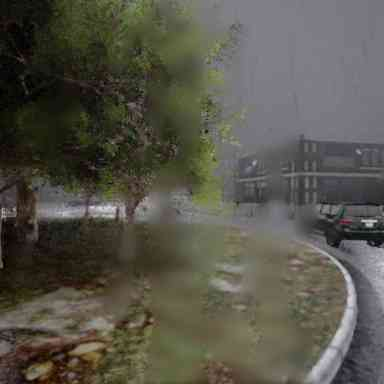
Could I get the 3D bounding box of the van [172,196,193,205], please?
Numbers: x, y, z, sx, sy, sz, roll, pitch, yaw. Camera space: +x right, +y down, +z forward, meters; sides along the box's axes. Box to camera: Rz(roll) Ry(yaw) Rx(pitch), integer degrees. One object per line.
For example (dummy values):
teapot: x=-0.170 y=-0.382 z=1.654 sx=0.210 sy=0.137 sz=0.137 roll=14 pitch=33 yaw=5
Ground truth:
van: x=-2.071 y=1.848 z=72.558 sx=4.442 sy=1.987 sz=1.878 roll=0 pitch=0 yaw=-3

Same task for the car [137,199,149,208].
car: x=-8.586 y=1.978 z=58.569 sx=1.882 sy=1.535 sz=5.008 roll=0 pitch=0 yaw=-5

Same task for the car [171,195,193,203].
car: x=-2.724 y=1.797 z=86.316 sx=5.566 sy=2.045 sz=2.435 roll=0 pitch=0 yaw=-3

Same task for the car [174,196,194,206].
car: x=-1.501 y=2.081 z=64.233 sx=4.792 sy=1.488 sz=2.163 roll=0 pitch=0 yaw=-3

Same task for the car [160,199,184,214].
car: x=-2.773 y=1.990 z=41.552 sx=2.033 sy=1.411 sz=5.357 roll=0 pitch=0 yaw=-13

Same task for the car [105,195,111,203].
car: x=-22.696 y=1.661 z=81.409 sx=5.566 sy=2.045 sz=2.435 roll=0 pitch=0 yaw=-3

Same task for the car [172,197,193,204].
car: x=-2.445 y=2.060 z=80.891 sx=5.008 sy=1.535 sz=2.097 roll=0 pitch=0 yaw=-3

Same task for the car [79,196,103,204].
car: x=-22.151 y=1.798 z=73.152 sx=4.553 sy=1.767 sz=2.185 roll=0 pitch=0 yaw=-3

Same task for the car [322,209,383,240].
car: x=9.821 y=1.824 z=19.723 sx=1.994 sy=1.385 sz=4.181 roll=0 pitch=0 yaw=-11

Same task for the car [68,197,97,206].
car: x=-21.664 y=1.787 z=64.890 sx=4.553 sy=1.767 sz=2.185 roll=0 pitch=0 yaw=-3

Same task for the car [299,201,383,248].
car: x=7.160 y=1.455 z=16.292 sx=2.150 sy=2.045 sz=5.566 roll=1 pitch=0 yaw=-2

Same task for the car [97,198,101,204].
car: x=-21.864 y=1.919 z=67.645 sx=5.008 sy=1.535 sz=2.097 roll=0 pitch=0 yaw=-3

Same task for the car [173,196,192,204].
car: x=-2.239 y=1.942 z=77.993 sx=4.553 sy=1.767 sz=2.185 roll=0 pitch=0 yaw=-3
